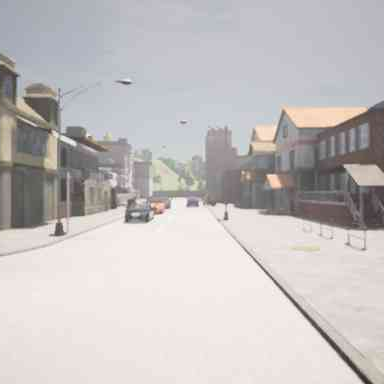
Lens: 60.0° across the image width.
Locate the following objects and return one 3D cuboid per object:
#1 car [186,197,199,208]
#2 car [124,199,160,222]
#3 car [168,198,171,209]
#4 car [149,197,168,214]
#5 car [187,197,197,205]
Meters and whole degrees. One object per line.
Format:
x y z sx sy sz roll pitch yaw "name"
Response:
0.116 1.584 51.665 1.882 1.535 5.008 0 0 0 "car"
-4.086 1.547 26.466 2.128 1.511 4.902 0 0 0 "car"
-3.986 1.447 45.629 2.097 1.767 4.553 0 0 0 "car"
-4.055 1.426 35.566 2.097 1.767 4.553 0 0 0 "car"
0.019 1.632 61.754 1.837 1.490 4.892 0 0 0 "car"
